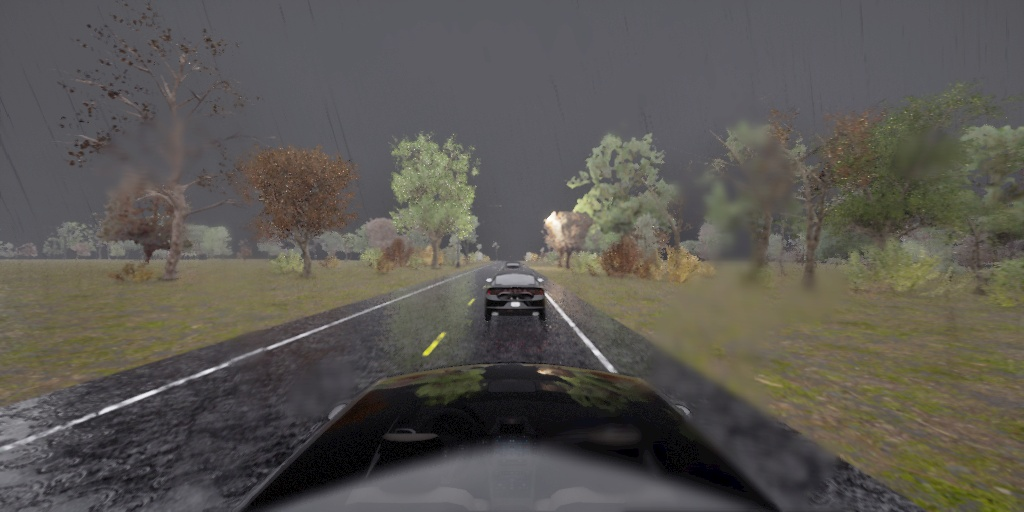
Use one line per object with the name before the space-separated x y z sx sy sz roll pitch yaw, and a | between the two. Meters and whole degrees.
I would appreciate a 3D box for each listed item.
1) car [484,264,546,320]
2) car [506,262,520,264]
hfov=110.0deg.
car | 0.097 1.221 12.670 1.882 1.535 5.008 0 0 0
car | 0.093 1.262 32.725 1.837 1.490 4.892 0 0 0
